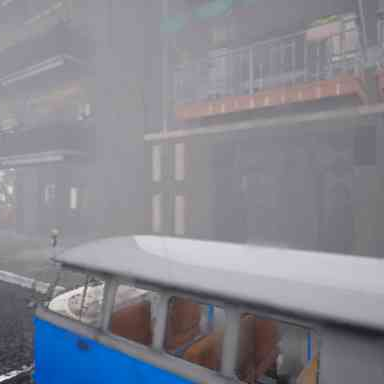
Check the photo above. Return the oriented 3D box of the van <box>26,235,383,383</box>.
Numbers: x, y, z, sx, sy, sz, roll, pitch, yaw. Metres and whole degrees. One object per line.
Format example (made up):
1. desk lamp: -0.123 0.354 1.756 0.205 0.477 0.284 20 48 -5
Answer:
1. van: 0.351 1.341 2.621 3.998 1.788 1.690 0 0 36
